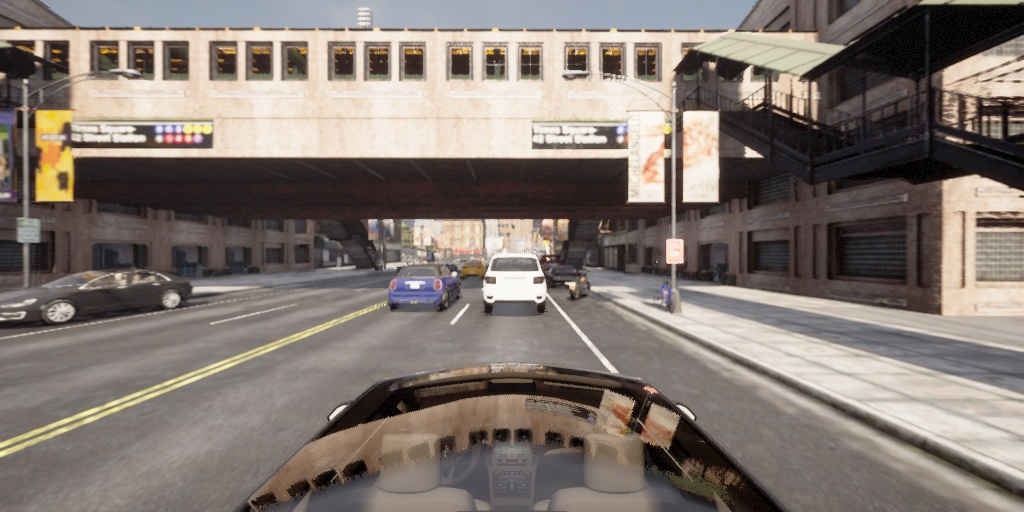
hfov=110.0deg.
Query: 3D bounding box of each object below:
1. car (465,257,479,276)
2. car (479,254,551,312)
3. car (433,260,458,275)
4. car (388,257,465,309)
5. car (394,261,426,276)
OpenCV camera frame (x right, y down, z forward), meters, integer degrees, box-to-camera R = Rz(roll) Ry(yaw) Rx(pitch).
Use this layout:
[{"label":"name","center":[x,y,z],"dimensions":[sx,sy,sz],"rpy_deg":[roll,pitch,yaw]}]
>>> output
[{"label":"car","center":[-3.288,1.141,32.036],"dimensions":[1.882,1.535,5.008],"rpy_deg":[0,0,0]},{"label":"car","center":[0.102,0.937,14.212],"dimensions":[2.150,2.045,5.566],"rpy_deg":[0,0,0]},{"label":"car","center":[-6.971,1.172,38.037],"dimensions":[1.812,1.442,4.674],"rpy_deg":[0,0,0]},{"label":"car","center":[-3.394,1.066,14.728],"dimensions":[2.097,1.767,4.553],"rpy_deg":[0,0,0]},{"label":"car","center":[-10.472,1.250,37.133],"dimensions":[1.895,1.301,4.718],"rpy_deg":[0,0,0]}]
